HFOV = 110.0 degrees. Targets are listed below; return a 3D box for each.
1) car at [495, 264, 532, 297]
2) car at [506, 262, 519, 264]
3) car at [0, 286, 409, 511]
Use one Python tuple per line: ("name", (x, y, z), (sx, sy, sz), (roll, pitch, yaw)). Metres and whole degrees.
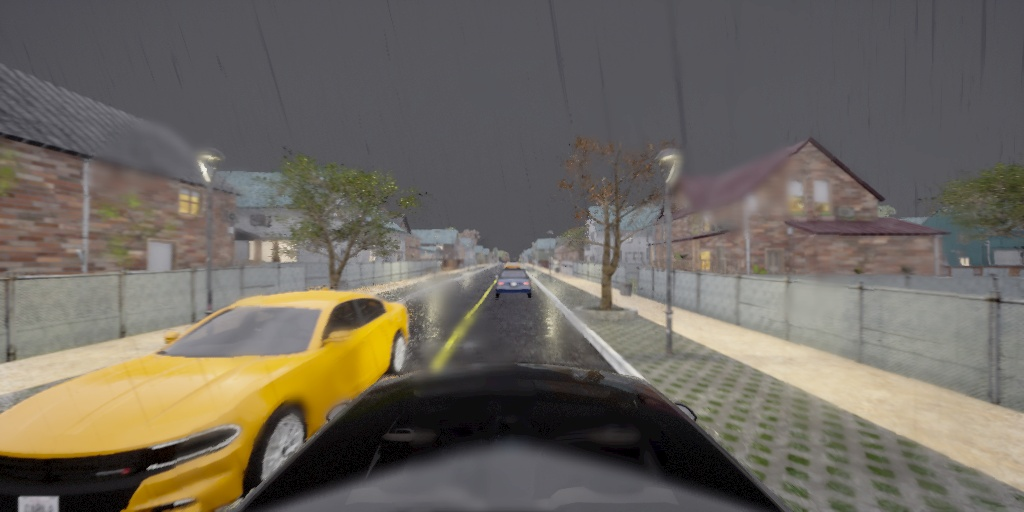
("car", (0.080, 1.346, 19.082), (2.033, 1.411, 5.357), (0, 0, 0))
("car", (0.082, 1.379, 40.452), (1.882, 1.535, 5.008), (0, 0, 0))
("car", (-2.837, 1.233, 4.652), (1.882, 1.535, 5.008), (0, 0, 0))
